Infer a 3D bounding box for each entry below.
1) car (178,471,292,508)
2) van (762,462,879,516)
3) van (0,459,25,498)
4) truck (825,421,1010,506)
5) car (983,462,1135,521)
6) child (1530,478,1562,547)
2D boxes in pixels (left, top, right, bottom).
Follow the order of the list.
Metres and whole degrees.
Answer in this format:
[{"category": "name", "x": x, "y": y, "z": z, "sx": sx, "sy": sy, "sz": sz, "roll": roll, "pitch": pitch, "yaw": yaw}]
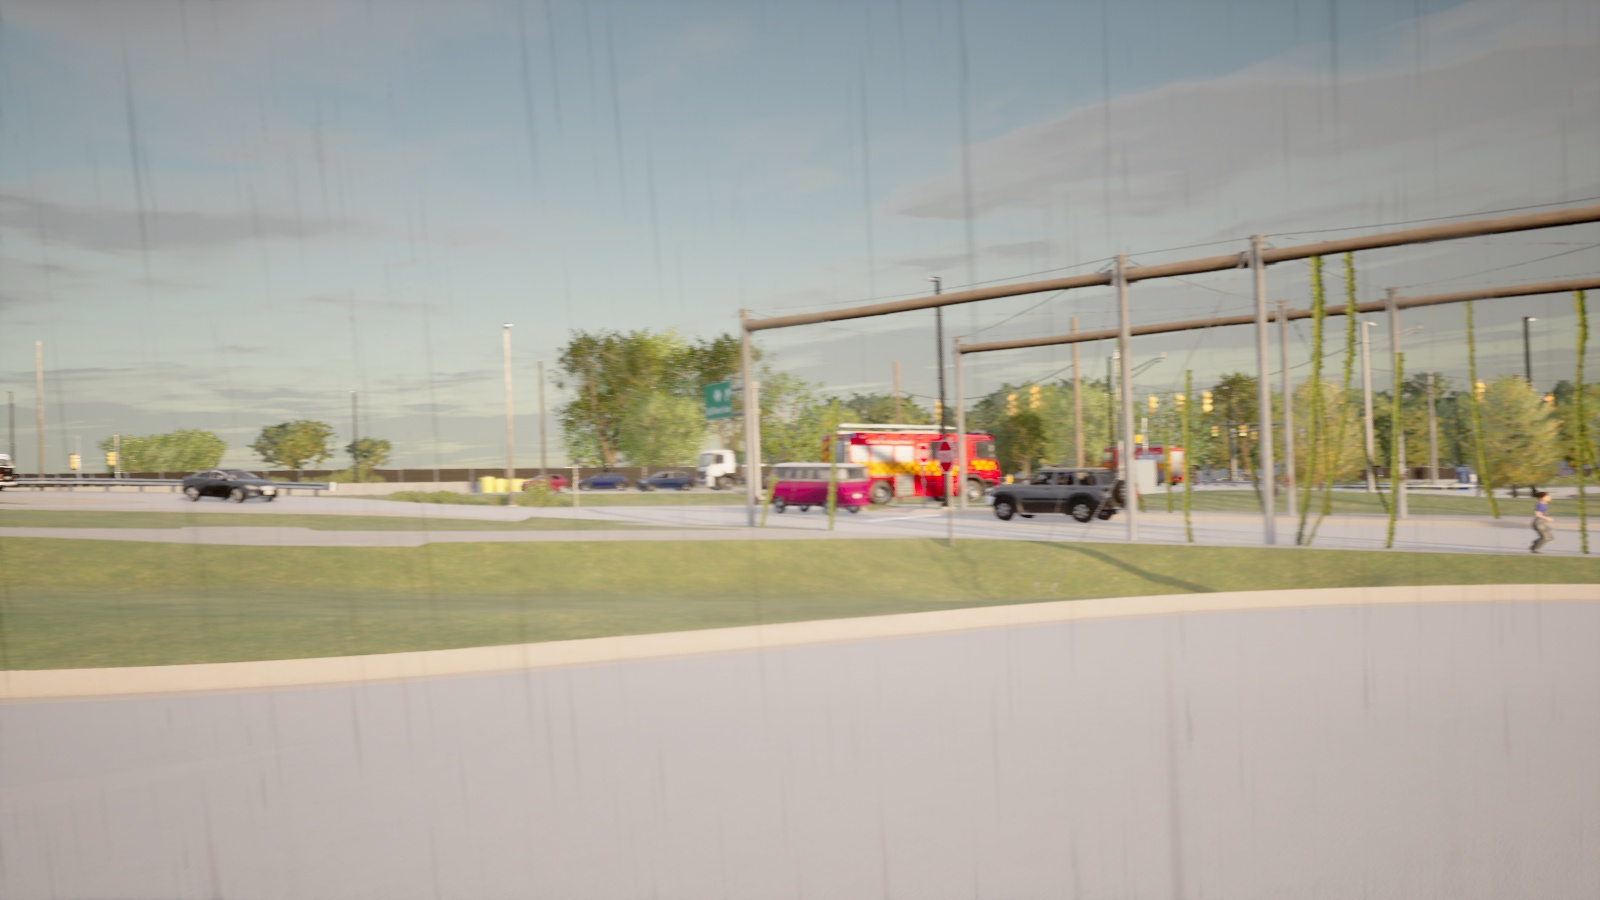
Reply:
[{"category": "car", "x": -25.793, "y": 1.779, "z": 57.324, "sx": 4.902, "sy": 1.511, "sz": 2.128, "roll": 0, "pitch": 0, "yaw": 26}, {"category": "van", "x": 0.759, "y": 1.471, "z": 48.765, "sx": 4.442, "sy": 1.987, "sz": 1.775, "roll": -1, "pitch": 0, "yaw": 41}, {"category": "van", "x": -43.680, "y": 1.513, "z": 66.078, "sx": 4.480, "sy": 2.038, "sz": 2.069, "roll": 0, "pitch": -2, "yaw": -5}, {"category": "truck", "x": 5.648, "y": 0.658, "z": 59.975, "sx": 8.468, "sy": 3.827, "sz": 2.891, "roll": 0, "pitch": -2, "yaw": -27}, {"category": "car", "x": 8.695, "y": 1.394, "z": 42.336, "sx": 4.605, "sy": 1.855, "sz": 1.932, "roll": -2, "pitch": 0, "yaw": 38}, {"category": "child", "x": 13.956, "y": 1.175, "z": 23.494, "sx": 0.437, "sy": 1.263, "sz": 0.270, "roll": -3, "pitch": -1, "yaw": 36}]
